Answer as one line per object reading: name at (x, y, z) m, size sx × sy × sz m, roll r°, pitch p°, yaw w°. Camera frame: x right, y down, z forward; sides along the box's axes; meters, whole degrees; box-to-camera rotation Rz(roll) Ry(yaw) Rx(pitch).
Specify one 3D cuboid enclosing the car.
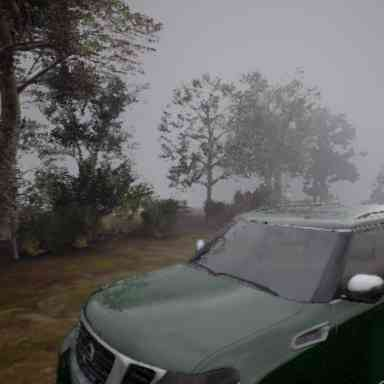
car at (1.417, 1.209, 4.005) m, size 5.566 × 2.045 × 2.150 m, roll 0°, pitch 0°, yaw -35°
